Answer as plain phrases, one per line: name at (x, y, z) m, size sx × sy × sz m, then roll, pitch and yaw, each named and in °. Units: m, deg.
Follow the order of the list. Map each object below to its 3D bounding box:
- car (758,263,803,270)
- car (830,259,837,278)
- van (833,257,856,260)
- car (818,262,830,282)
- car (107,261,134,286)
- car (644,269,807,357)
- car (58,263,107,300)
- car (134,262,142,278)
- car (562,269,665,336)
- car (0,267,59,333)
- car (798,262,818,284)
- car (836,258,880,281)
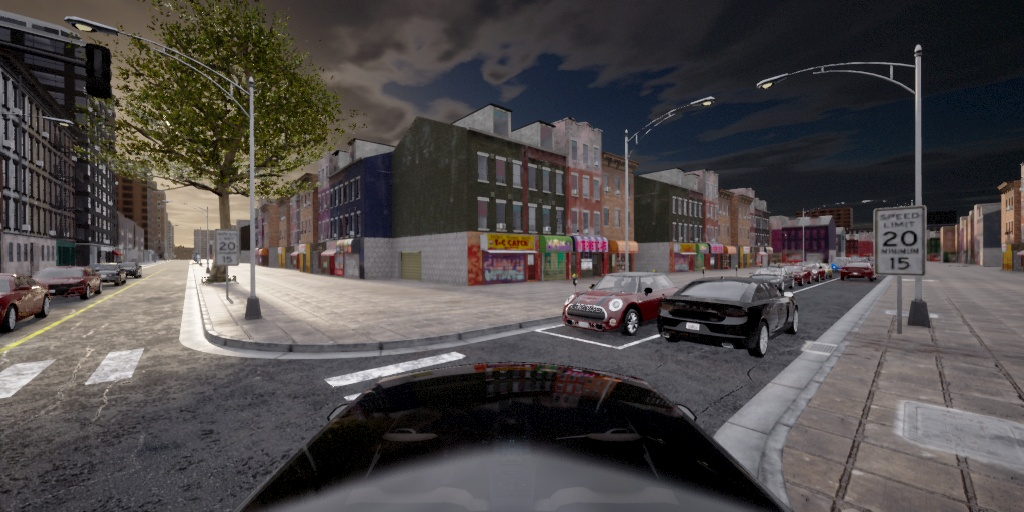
car at (15.389, 1.292, 21.254) m, size 4.403 × 1.370 × 2.007 m, roll 0°, pitch 0°, yaw -42°
car at (27.375, 1.258, 32.051) m, size 4.829 × 1.417 × 1.751 m, roll 0°, pitch 0°, yaw -42°
van at (39.613, 1.070, 43.075) m, size 3.998 × 1.789 × 1.690 m, roll 0°, pitch 0°, yaw -42°
car at (23.464, 1.175, 28.527) m, size 4.097 × 1.591 × 1.967 m, roll 0°, pitch 0°, yaw -42°
car at (-27.948, 1.234, 24.557) m, size 2.128 × 1.511 × 4.902 m, roll 0°, pitch 0°, yaw -42°
car at (5.390, 1.228, 8.698) m, size 5.008 × 1.535 × 1.882 m, roll 0°, pitch 0°, yaw -42°
car at (-21.258, 1.226, 17.079) m, size 1.882 × 1.535 × 5.008 m, roll 0°, pitch 0°, yaw -42°
car at (-34.864, 1.243, 32.340) m, size 1.837 × 1.490 × 4.892 m, roll 0°, pitch 0°, yaw -41°
car at (3.277, 1.194, 10.344) m, size 4.097 × 1.591 × 1.967 m, roll 0°, pitch 0°, yaw -42°
car at (-14.921, 1.235, 10.016) m, size 1.882 × 1.535 × 5.008 m, roll 0°, pitch 0°, yaw -42°
car at (19.426, 1.283, 24.891) m, size 4.507 × 1.381 × 1.888 m, roll 0°, pitch 0°, yaw -42°
car at (28.473, 1.207, 29.420) m, size 5.008 × 1.535 × 1.882 m, roll 0°, pitch 0°, yaw -41°
